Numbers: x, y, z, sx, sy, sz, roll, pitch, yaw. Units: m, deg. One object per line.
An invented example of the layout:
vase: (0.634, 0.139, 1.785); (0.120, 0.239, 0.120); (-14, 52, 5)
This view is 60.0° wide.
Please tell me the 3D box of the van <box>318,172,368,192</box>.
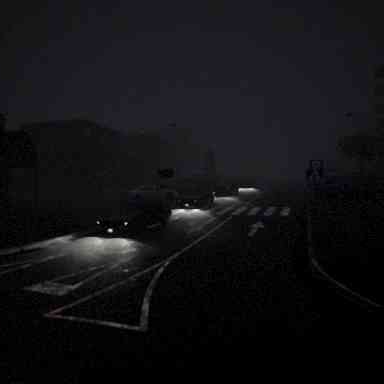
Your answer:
van: (15.921, -1.058, 35.307); (4.442, 1.987, 1.878); (-1, 5, 0)

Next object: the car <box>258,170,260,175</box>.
car: (13.501, -4.387, 83.497); (5.366, 1.575, 1.946); (-2, 4, -1)

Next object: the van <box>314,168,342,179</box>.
van: (25.948, -3.526, 63.619); (4.442, 1.987, 1.878); (-1, 4, -2)

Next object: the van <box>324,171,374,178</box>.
van: (14.133, -0.570, 29.689); (4.442, 1.987, 1.878); (-1, 4, 0)

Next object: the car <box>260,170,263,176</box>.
car: (14.579, -4.842, 86.253); (5.566, 2.045, 2.435); (-2, 4, -1)

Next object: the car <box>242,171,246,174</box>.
car: (7.229, -2.804, 64.064); (4.892, 1.521, 2.231); (-3, 4, -2)

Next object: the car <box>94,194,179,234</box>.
car: (-2.691, 1.111, 16.813); (2.033, 1.411, 5.357); (0, 3, 18)

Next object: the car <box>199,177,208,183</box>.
car: (-0.966, -0.616, 38.991); (4.792, 1.488, 2.163); (-3, 4, -2)

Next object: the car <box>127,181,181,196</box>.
car: (-3.632, 0.115, 30.596); (4.674, 1.452, 2.002); (-3, 4, -2)

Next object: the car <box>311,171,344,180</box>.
car: (24.712, -3.054, 60.789); (5.366, 1.575, 1.946); (-1, 5, -2)

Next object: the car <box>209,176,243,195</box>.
car: (3.753, -0.557, 36.113); (1.882, 1.535, 5.008); (0, 5, 21)

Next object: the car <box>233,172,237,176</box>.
car: (4.516, -2.058, 55.731); (4.792, 1.488, 2.163); (-3, 4, -2)

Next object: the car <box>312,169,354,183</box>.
car: (22.059, -2.566, 52.263); (5.566, 2.045, 2.435); (-1, 4, -1)

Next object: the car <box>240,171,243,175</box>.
car: (6.312, -2.565, 61.288); (4.892, 1.521, 2.231); (-3, 4, -2)

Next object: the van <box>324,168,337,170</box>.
van: (18.175, -1.555, 40.951); (4.442, 1.987, 1.878); (-1, 4, 0)

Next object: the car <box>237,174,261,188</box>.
car: (7.631, -1.293, 45.355); (1.994, 1.385, 4.181); (0, 5, 22)

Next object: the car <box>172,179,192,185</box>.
car: (-2.706, -0.137, 33.398); (4.792, 1.488, 2.163); (-3, 4, -2)

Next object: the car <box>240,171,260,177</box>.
car: (15.558, -4.792, 89.043); (4.892, 1.521, 2.231); (-2, 4, -1)

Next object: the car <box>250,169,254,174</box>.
car: (10.926, -3.868, 75.161); (4.553, 1.767, 2.185); (-3, 4, -1)

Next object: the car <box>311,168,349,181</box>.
car: (23.982, -3.060, 57.945); (5.566, 2.045, 2.435); (-1, 4, -2)

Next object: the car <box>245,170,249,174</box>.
car: (8.144, -3.045, 66.845); (5.008, 1.535, 2.097); (-3, 4, -2)

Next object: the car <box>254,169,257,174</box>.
car: (11.834, -3.965, 77.950); (5.008, 1.535, 2.097); (-2, 4, -1)

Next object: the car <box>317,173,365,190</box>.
car: (17.020, -1.206, 38.138); (4.553, 1.767, 2.185); (-1, 4, 0)

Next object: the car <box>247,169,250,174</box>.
car: (9.082, -3.408, 69.612); (4.553, 1.767, 2.185); (-3, 4, -1)

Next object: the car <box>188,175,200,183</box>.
car: (-1.812, -0.532, 36.181); (4.553, 1.767, 2.185); (-3, 4, -2)

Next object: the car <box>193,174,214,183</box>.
car: (-0.011, -1.013, 41.779); (4.553, 1.767, 2.185); (-3, 4, -2)

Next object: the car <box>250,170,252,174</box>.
car: (9.977, -3.476, 72.410); (4.674, 1.452, 2.002); (-3, 4, -1)

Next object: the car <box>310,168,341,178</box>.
car: (27.740, -4.024, 69.281); (5.566, 2.045, 2.435); (-1, 4, -1)

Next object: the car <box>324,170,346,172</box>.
car: (14.998, -0.839, 32.492); (5.566, 2.045, 2.435); (-1, 5, 0)

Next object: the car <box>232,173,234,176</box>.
car: (3.570, -1.847, 52.949); (5.008, 1.535, 2.097); (-3, 4, -2)

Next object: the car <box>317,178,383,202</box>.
car: (13.005, -0.098, 26.894); (5.008, 1.535, 2.097); (-1, 4, 0)

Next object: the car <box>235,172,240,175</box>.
car: (5.388, -2.326, 58.513); (5.008, 1.535, 2.097); (-3, 4, -2)

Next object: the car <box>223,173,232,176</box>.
car: (2.858, -1.619, 50.170); (5.366, 1.575, 1.946); (-3, 4, -2)

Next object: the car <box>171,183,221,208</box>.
car: (0.450, 0.345, 26.521); (2.033, 1.411, 5.357); (0, 5, 18)

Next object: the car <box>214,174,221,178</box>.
car: (0.859, -1.128, 44.592); (5.008, 1.535, 2.097); (-3, 4, -2)
